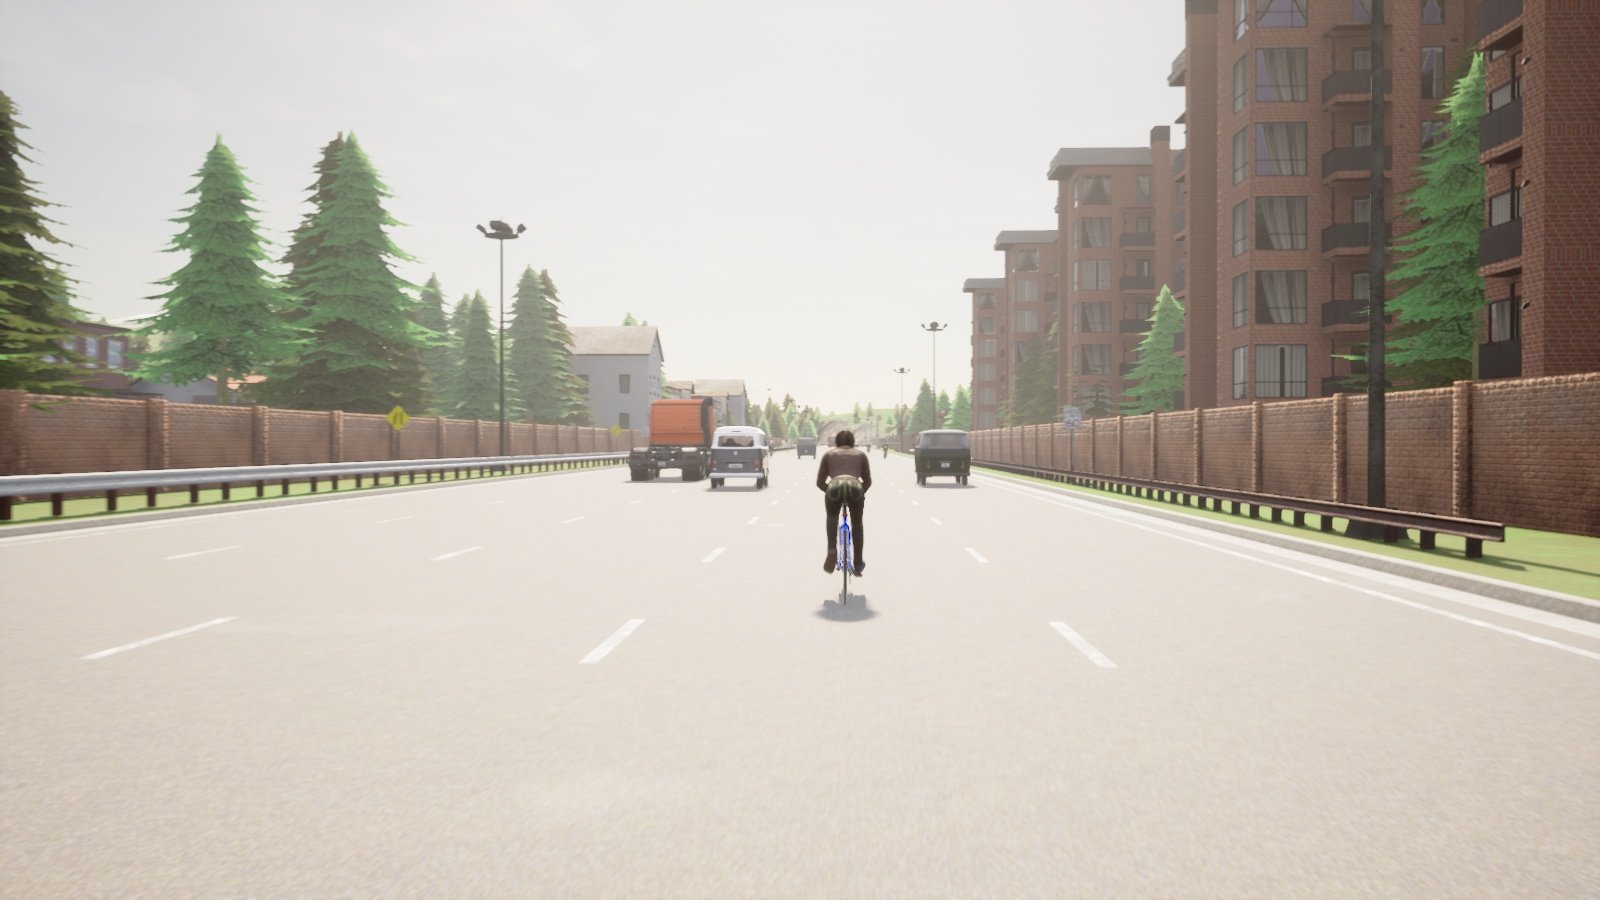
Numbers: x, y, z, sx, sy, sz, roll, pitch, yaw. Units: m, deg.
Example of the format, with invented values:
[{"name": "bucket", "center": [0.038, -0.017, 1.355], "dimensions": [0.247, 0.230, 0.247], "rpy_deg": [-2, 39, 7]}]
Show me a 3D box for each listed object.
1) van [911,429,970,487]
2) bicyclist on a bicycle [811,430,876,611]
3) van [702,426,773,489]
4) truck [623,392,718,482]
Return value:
[{"name": "van", "center": [5.062, 0.256, 45.602], "dimensions": [1.775, 1.987, 4.442], "rpy_deg": [0, 0, 2]}, {"name": "bicyclist on a bicycle", "center": [0.421, 0.633, 12.132], "dimensions": [0.582, 1.620, 1.656], "rpy_deg": [0, 0, 2]}, {"name": "van", "center": [-2.049, 0.233, 42.514], "dimensions": [2.069, 2.038, 4.480], "rpy_deg": [0, 0, 2]}, {"name": "truck", "center": [-5.223, -0.529, 52.077], "dimensions": [2.891, 3.462, 7.936], "rpy_deg": [0, 0, 2]}]
